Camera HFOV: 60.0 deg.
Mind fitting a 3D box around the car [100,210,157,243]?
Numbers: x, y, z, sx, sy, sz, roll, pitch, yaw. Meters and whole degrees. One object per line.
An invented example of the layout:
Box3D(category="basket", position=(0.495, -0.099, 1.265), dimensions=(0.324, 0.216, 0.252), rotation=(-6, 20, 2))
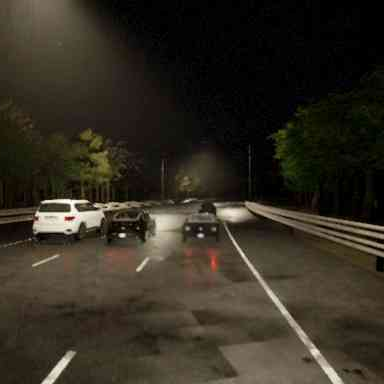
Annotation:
Box3D(category="car", position=(-3.011, 1.717, 17.289), dimensions=(1.837, 1.490, 4.892), rotation=(0, -1, 2))

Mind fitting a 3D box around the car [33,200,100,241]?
Box3D(category="car", position=(-6.482, 1.444, 18.229), dimensions=(2.150, 2.045, 5.566), rotation=(0, -1, 2))

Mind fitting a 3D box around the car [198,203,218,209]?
Box3D(category="car", position=(1.711, 1.950, 35.875), dimensions=(1.837, 1.490, 4.892), rotation=(0, -1, 5))

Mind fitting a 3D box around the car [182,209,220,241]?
Box3D(category="car", position=(0.519, 1.824, 18.084), dimensions=(1.895, 1.301, 4.718), rotation=(0, -1, 2))
